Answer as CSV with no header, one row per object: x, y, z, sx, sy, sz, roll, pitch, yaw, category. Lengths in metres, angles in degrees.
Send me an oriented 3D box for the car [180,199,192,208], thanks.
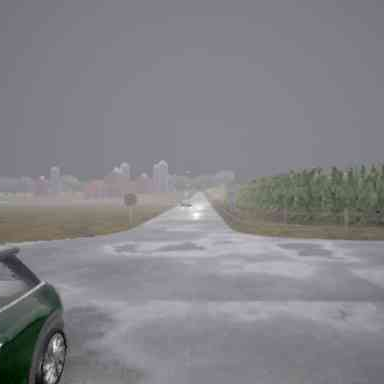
-1.070,1.980,57.791,1.812,1.442,4.674,0,1,2,car

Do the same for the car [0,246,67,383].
-2.635,1.363,2.212,2.097,1.767,4.553,0,0,2,car
